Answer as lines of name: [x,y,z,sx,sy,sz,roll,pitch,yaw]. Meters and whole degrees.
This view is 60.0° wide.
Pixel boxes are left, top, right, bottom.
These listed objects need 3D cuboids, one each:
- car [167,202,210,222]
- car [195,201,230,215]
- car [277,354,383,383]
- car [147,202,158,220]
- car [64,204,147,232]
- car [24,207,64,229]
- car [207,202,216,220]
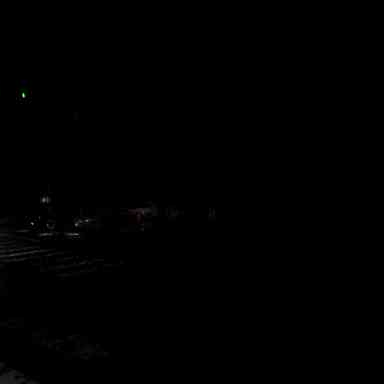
car: [0.023,1.677,28.706,2.128,1.511,4.902,1,0,35]
car: [2.348,1.777,37.596,1.994,1.385,4.181,1,0,36]
car: [2.408,1.545,1.243,4.507,1.381,1.887,0,1,35]
car: [-3.406,1.653,29.486,1.812,1.442,4.674,1,0,35]
car: [-5.328,1.632,21.139,1.812,1.442,4.674,1,0,35]
car: [-8.542,1.652,22.229,1.895,1.301,4.718,1,0,35]
car: [3.507,1.771,27.670,1.812,1.442,4.674,1,0,35]
